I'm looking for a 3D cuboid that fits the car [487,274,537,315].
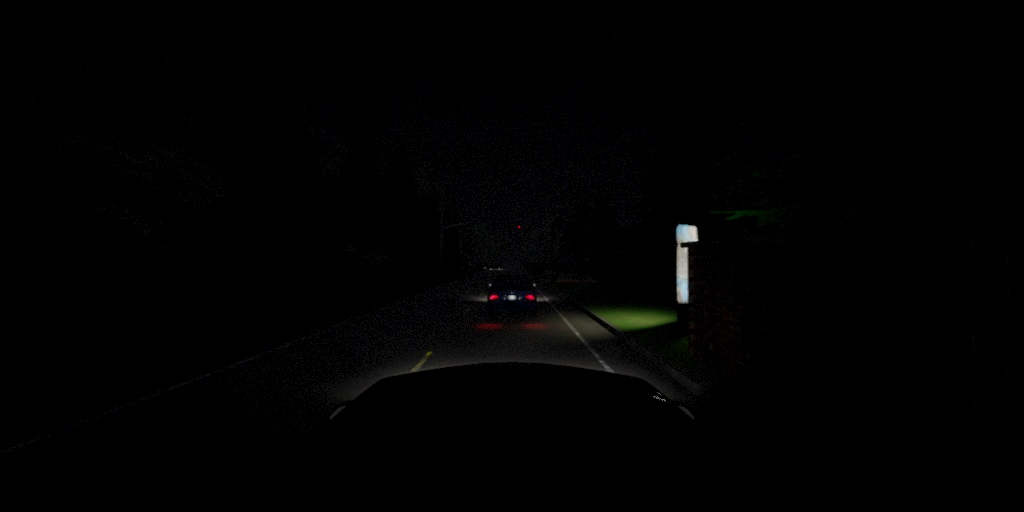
[{"bbox_3d":[0.010,1.441,14.317,2.033,1.411,5.357,0,-1,0],"label":"car"}]
